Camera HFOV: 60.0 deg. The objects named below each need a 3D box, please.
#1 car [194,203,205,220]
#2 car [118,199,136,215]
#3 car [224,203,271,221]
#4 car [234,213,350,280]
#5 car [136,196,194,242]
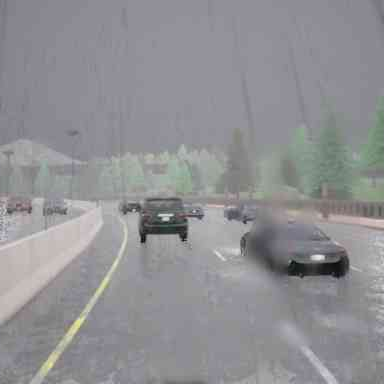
[{"bbox_3d":[-0.504,1.550,27.809,2.033,1.411,5.357,0,0,-16],"label":"car"},{"bbox_3d":[-6.467,1.530,34.571,1.837,1.490,4.892,0,0,-20],"label":"car"},{"bbox_3d":[3.996,1.534,24.389,2.033,1.411,5.357,0,0,-13],"label":"car"},{"bbox_3d":[2.833,1.554,10.041,1.994,1.385,4.181,0,0,-6],"label":"car"},{"bbox_3d":[-1.563,1.228,16.706,2.150,2.045,5.566,0,0,-10],"label":"car"}]
